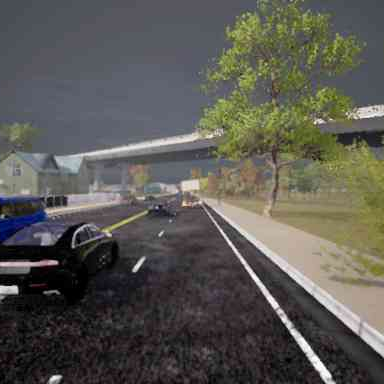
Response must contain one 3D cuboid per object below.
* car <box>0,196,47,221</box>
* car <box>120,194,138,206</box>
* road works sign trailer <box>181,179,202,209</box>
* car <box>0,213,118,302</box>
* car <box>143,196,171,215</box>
[{"bbox_3d":[-6.593,1.183,10.687,2.150,2.045,5.566,0,0,0],"label":"car"},{"bbox_3d":[-9.814,1.183,51.825,2.097,1.767,4.553,0,0,0],"label":"car"},{"bbox_3d":[-0.082,0.196,42.595,2.380,3.560,2.880,-7,-1,-1],"label":"road works sign trailer"},{"bbox_3d":[-3.151,1.462,8.167,2.128,1.511,4.902,0,0,0],"label":"car"},{"bbox_3d":[-3.136,1.436,32.305,2.033,1.411,5.357,0,0,0],"label":"car"}]
